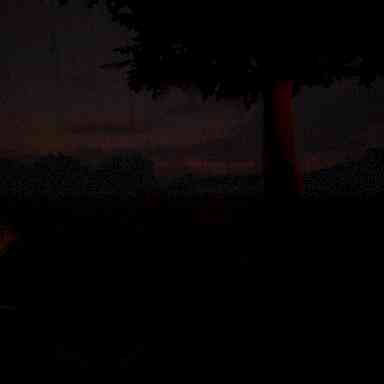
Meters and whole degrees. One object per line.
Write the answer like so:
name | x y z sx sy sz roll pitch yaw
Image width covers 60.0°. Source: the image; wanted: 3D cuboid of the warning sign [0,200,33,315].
warning sign | -3.658 1.083 5.703 1.060 1.860 1.300 2 0 38
